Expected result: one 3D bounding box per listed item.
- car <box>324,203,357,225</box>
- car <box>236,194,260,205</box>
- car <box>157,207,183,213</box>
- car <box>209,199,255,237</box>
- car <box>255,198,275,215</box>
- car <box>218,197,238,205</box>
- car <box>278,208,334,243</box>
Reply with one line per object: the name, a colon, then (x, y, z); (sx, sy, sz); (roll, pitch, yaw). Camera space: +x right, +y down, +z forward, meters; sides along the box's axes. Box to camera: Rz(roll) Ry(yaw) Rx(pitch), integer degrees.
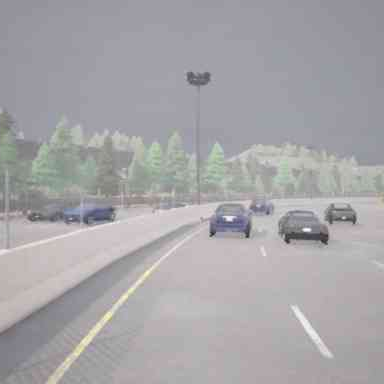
car: (11.172, 1.592, 25.254); (2.128, 1.511, 4.902); (0, 0, 17)
car: (10.509, 1.402, 62.509); (2.150, 2.045, 5.566); (0, 0, 36)
car: (-2.061, 1.544, 30.398); (2.128, 1.511, 4.902); (0, 0, 18)
car: (2.285, 1.400, 18.750); (2.097, 1.767, 4.553); (0, 0, 11)
car: (7.545, 1.457, 35.663); (2.097, 1.767, 4.553); (0, 0, 22)
car: (6.889, 1.719, 63.414); (1.994, 1.385, 4.181); (0, 0, 35)
car: (5.387, 1.621, 16.453); (1.994, 1.385, 4.181); (0, 0, 11)
